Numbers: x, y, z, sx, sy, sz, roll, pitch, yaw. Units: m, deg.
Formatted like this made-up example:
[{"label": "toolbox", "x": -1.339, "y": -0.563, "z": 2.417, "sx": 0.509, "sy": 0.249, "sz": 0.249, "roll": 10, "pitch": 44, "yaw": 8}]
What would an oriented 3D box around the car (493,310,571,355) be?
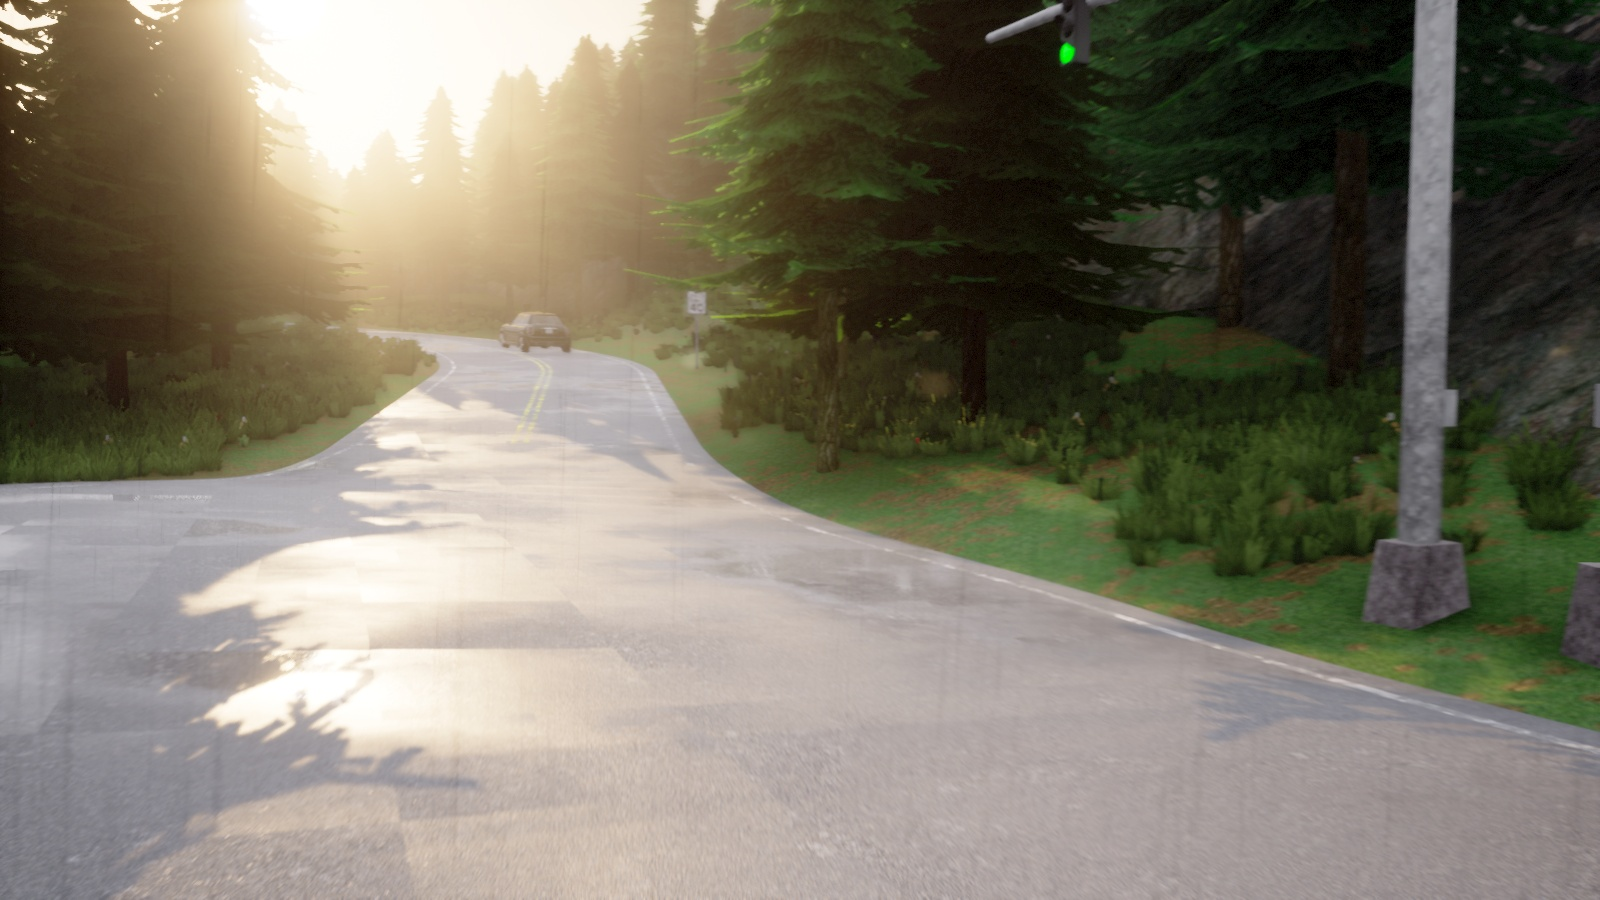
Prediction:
[{"label": "car", "x": -11.773, "y": -5.168, "z": 54.983, "sx": 2.097, "sy": 1.767, "sz": 4.553, "roll": -2, "pitch": 8, "yaw": -29}]
